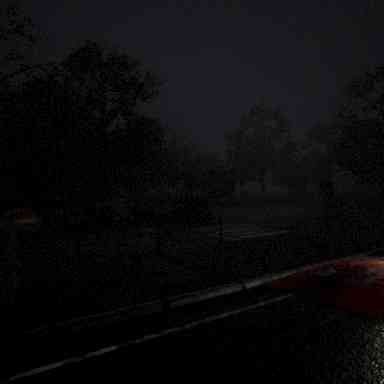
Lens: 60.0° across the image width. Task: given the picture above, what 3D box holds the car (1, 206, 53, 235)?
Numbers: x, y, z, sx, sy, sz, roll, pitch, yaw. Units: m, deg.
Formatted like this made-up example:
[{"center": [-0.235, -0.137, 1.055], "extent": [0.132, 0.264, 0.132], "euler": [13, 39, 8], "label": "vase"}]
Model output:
[{"center": [-9.944, 1.613, 19.414], "extent": [1.946, 1.575, 5.366], "euler": [0, 0, -36], "label": "car"}]

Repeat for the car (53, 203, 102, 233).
[{"center": [-7.811, 1.653, 21.205], "extent": [2.163, 1.488, 4.792], "euler": [0, 0, -36], "label": "car"}]

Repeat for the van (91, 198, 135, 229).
[{"center": [-5.469, 1.406, 22.699], "extent": [1.878, 1.987, 4.442], "euler": [0, 0, -36], "label": "van"}]
